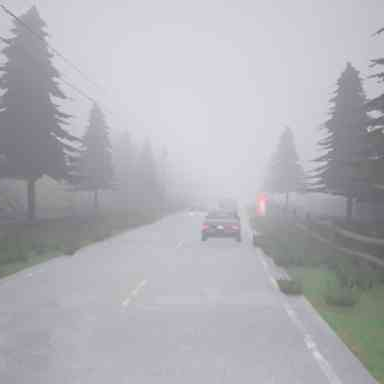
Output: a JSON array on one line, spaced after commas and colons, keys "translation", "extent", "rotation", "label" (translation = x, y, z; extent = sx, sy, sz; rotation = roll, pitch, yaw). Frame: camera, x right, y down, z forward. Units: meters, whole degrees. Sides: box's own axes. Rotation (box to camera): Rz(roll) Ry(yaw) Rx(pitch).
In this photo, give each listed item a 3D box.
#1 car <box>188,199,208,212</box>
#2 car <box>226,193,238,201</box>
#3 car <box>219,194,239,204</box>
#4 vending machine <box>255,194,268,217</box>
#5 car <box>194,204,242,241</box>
[{"translation": [0.809, 1.548, 38.155], "extent": [2.033, 1.411, 5.357], "rotation": [0, 0, 8], "label": "car"}, {"translation": [9.298, 1.226, 77.754], "extent": [2.097, 1.767, 4.553], "rotation": [0, 0, 16], "label": "car"}, {"translation": [3.988, 1.365, 36.312], "extent": [2.097, 1.767, 4.553], "rotation": [0, 0, 8], "label": "car"}, {"translation": [6.545, 1.219, 31.320], "extent": [1.100, 2.100, 0.880], "rotation": [0, 0, 7], "label": "vending machine"}, {"translation": [1.504, 1.552, 16.642], "extent": [2.033, 1.411, 5.357], "rotation": [0, 0, 7], "label": "car"}]
